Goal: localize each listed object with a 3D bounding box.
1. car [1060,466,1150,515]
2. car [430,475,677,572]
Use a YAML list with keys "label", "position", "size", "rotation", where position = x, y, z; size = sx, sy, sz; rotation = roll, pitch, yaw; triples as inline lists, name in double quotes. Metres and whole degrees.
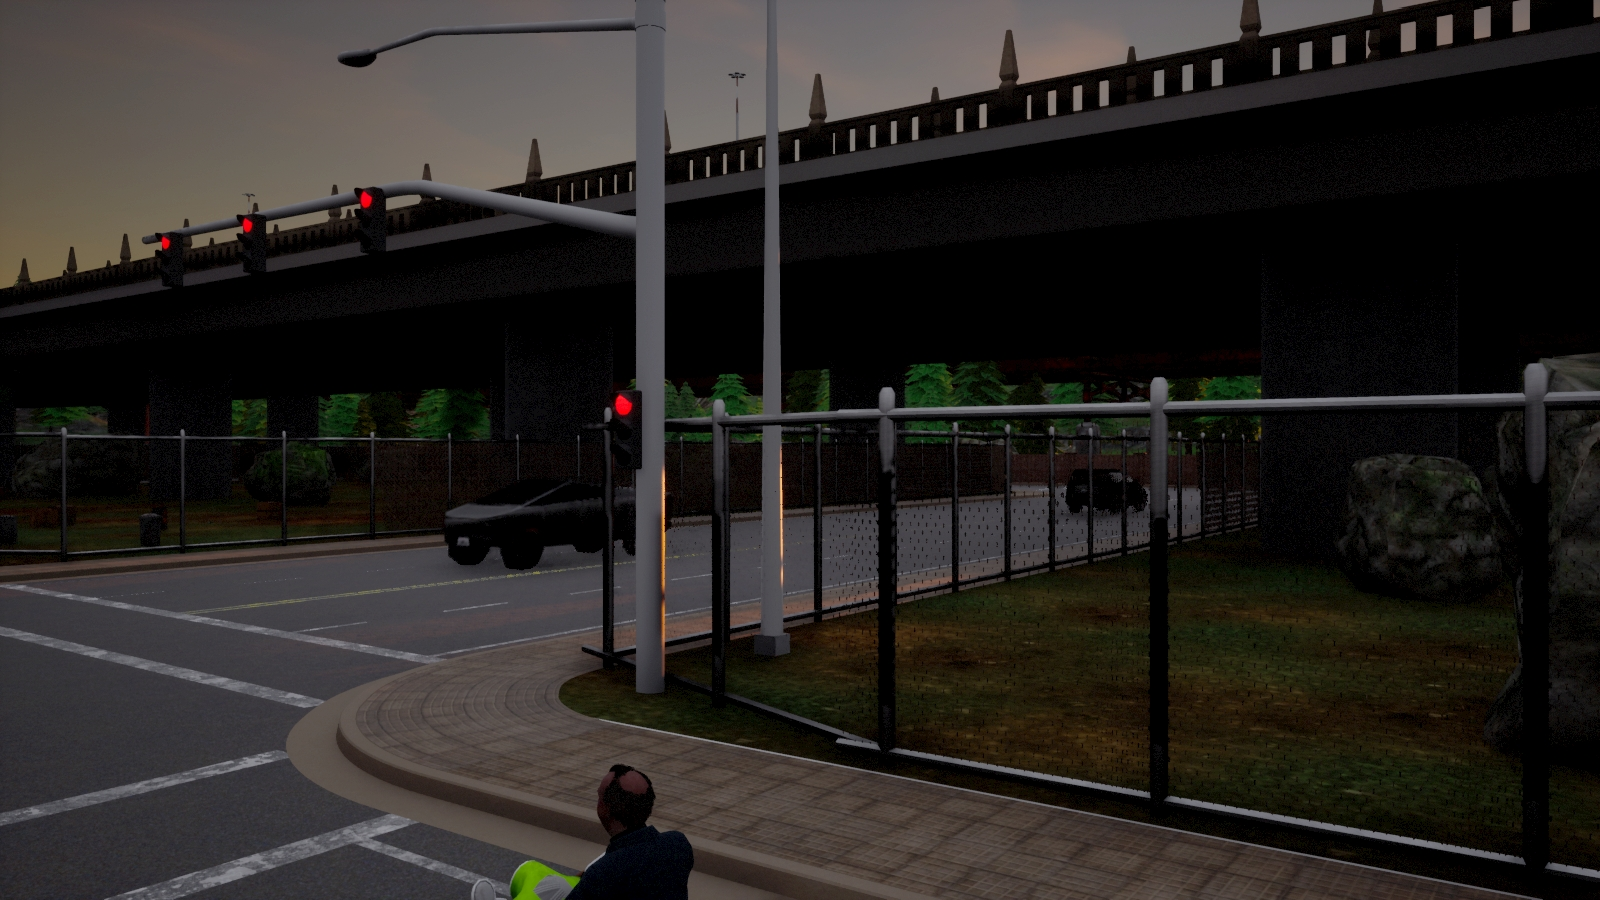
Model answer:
- label: "car"
  position: [13.932, 1.779, 51.869]
  size: [2.150, 2.045, 5.566]
  rotation: [0, 0, 35]
- label: "car"
  position: [-6.158, 1.753, 29.513]
  size: [2.390, 2.098, 6.274]
  rotation: [0, 0, 35]
